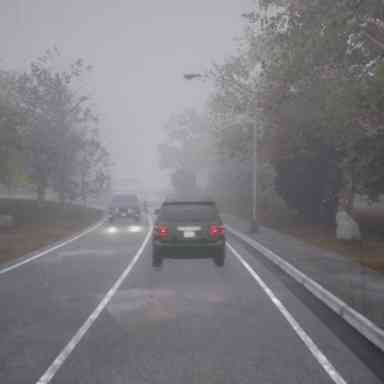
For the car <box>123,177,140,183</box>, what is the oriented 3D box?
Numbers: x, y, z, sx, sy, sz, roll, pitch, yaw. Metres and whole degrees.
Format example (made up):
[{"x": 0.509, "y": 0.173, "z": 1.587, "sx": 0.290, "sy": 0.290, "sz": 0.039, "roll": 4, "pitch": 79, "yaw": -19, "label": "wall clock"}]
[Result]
[{"x": -16.831, "y": -3.396, "z": 92.220, "sx": 5.008, "sy": 1.535, "sz": 1.882, "roll": 2, "pitch": 5, "yaw": 24, "label": "car"}]

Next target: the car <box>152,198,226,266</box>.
[{"x": -0.155, "y": 1.202, "z": 11.559, "sx": 2.150, "sy": 2.045, "sz": 5.566, "roll": 0, "pitch": 0, "yaw": -2, "label": "car"}]

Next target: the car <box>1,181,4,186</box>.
[{"x": -43.479, "y": -2.330, "z": 75.538, "sx": 2.150, "sy": 2.045, "sz": 5.566, "roll": 1, "pitch": 5, "yaw": 9, "label": "car"}]

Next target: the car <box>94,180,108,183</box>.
[{"x": -24.834, "y": -3.349, "z": 90.833, "sx": 4.553, "sy": 1.767, "sz": 2.097, "roll": 0, "pitch": 5, "yaw": 1, "label": "car"}]

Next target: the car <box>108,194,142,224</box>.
[{"x": -5.012, "y": 1.165, "z": 25.323, "sx": 2.150, "sy": 2.045, "sz": 5.566, "roll": -1, "pitch": 1, "yaw": -8, "label": "car"}]

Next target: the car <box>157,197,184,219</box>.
[{"x": -1.986, "y": 1.309, "z": 28.927, "sx": 1.882, "sy": 1.535, "sz": 5.008, "roll": -1, "pitch": 2, "yaw": -9, "label": "car"}]
